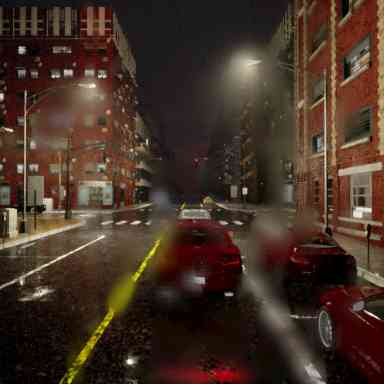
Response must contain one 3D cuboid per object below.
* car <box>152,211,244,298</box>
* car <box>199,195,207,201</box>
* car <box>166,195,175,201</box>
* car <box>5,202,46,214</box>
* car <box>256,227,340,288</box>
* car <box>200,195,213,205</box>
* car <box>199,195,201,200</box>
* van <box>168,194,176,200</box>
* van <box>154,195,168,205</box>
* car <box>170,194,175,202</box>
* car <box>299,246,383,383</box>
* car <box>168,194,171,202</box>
[{"bbox_3d":[0.113,1.480,8.606,1.882,1.535,5.008,0,0,0],"label":"car"},{"bbox_3d":[2.851,1.597,86.439,1.947,1.339,4.313,1,0,0],"label":"car"},{"bbox_3d":[-5.529,1.582,86.492,2.008,1.369,4.403,1,0,0],"label":"car"},{"bbox_3d":[-18.646,1.730,37.343,4.313,1.339,1.947,0,-1,0],"label":"car"},{"bbox_3d":[2.853,1.584,8.924,1.802,1.307,4.206,1,0,0],"label":"car"},{"bbox_3d":[2.802,1.543,58.347,1.752,1.417,4.829,1,0,0],"label":"car"},{"bbox_3d":[2.841,1.572,80.787,1.887,1.381,4.507,1,0,0],"label":"car"},{"bbox_3d":[-5.516,1.375,92.145,1.690,1.788,3.998,1,0,0],"label":"van"},{"bbox_3d":[-5.575,1.359,58.231,1.690,1.788,3.998,1,0,0],"label":"van"},{"bbox_3d":[-5.549,1.607,75.187,1.802,1.307,4.206,1,0,0],"label":"car"},{"bbox_3d":[2.673,1.583,3.268,1.802,1.307,4.206,1,0,0],"label":"car"},{"bbox_3d":[-5.569,1.602,63.883,1.802,1.307,4.206,1,0,0],"label":"car"}]
